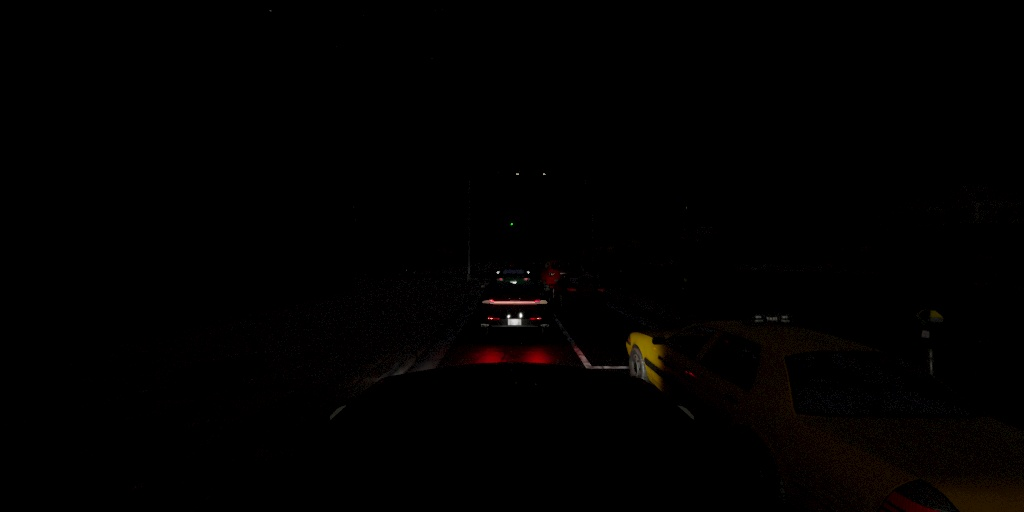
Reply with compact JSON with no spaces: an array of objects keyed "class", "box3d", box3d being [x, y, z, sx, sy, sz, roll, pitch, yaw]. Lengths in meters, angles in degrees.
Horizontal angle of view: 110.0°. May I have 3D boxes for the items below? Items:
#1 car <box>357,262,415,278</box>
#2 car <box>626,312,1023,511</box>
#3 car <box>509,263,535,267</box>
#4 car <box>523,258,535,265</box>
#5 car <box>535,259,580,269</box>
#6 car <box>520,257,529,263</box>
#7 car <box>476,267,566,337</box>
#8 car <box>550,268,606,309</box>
[{"class":"car","box3d":[-11.124,1.236,31.746,4.902,1.511,2.128,0,-1,0]},{"class":"car","box3d":[2.643,1.276,3.963,1.751,1.417,4.829,0,0,0]},{"class":"car","box3d":[0.079,1.327,20.773,1.994,1.385,4.181,0,0,0]},{"class":"car","box3d":[2.735,1.356,46.570,1.888,1.381,4.507,0,0,0]},{"class":"car","box3d":[2.678,1.076,20.140,2.192,1.841,5.009,0,0,0]},{"class":"car","box3d":[2.770,1.402,62.881,1.888,1.381,4.507,0,0,0]},{"class":"car","box3d":[0.083,1.244,10.316,2.128,1.511,4.902,0,0,1]},{"class":"car","box3d":[2.666,1.338,14.692,1.802,1.307,4.207,0,0,0]}]
